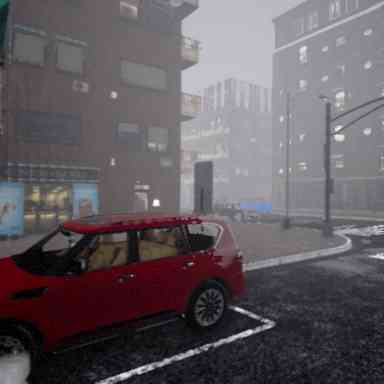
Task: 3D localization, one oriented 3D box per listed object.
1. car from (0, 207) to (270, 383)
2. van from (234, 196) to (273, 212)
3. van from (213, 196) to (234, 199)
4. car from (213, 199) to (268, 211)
[{"bbox_3d":[-1.352,1.309,5.286,5.009,1.841,2.192,0,1,-35],"label":"car"},{"bbox_3d":[6.598,1.355,34.738,1.690,1.788,3.998,1,0,-35],"label":"van"},{"bbox_3d":[3.423,1.365,39.344,1.690,1.788,3.998,1,0,-35],"label":"van"},{"bbox_3d":[3.285,1.482,25.659,2.008,1.369,4.403,1,0,-35],"label":"car"}]
